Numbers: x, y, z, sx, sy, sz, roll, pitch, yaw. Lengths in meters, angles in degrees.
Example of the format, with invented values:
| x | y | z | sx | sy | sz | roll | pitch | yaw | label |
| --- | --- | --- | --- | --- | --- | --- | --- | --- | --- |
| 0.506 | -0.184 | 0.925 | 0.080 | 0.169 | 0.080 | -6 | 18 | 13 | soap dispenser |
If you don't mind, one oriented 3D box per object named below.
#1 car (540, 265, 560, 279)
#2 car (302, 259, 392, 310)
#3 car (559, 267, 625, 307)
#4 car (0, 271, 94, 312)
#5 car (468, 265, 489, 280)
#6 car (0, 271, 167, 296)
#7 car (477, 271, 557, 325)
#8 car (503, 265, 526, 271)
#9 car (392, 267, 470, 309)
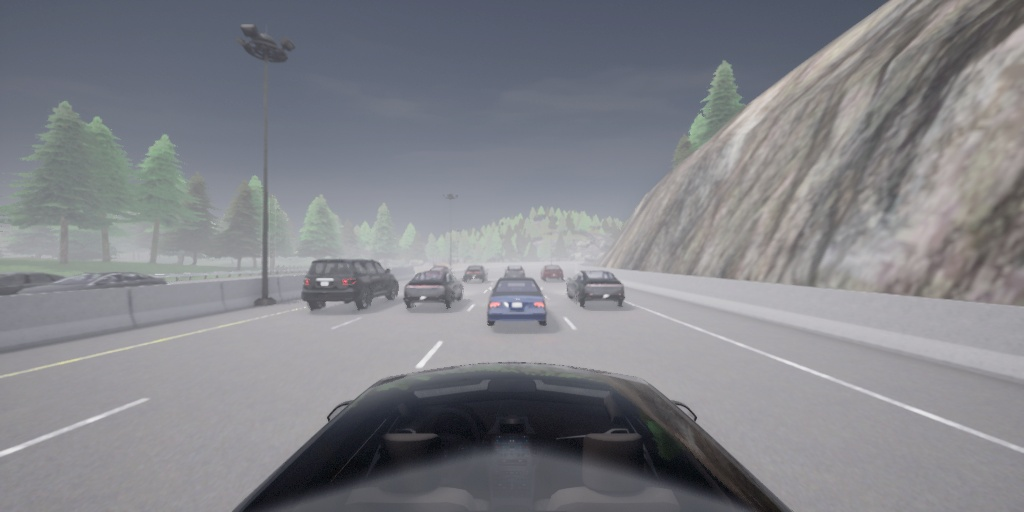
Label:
| x | y | z | sx | sy | sz | roll | pitch | yaw | label |
| --- | --- | --- | --- | --- | --- | --- | --- | --- | --- |
| 3.783 | 1.560 | 34.333 | 1.882 | 1.535 | 5.008 | 0 | -1 | 1 | car |
| -6.839 | 1.138 | 15.797 | 2.150 | 2.045 | 5.566 | 0 | -1 | 0 | car |
| 3.665 | 1.386 | 16.355 | 2.128 | 1.511 | 4.902 | 0 | -1 | 0 | car |
| -21.039 | 1.448 | 14.811 | 1.837 | 1.490 | 4.892 | 0 | -1 | 0 | car |
| -3.242 | 1.591 | 32.856 | 1.837 | 1.490 | 4.892 | 0 | -1 | 1 | car |
| -17.538 | 1.430 | 15.226 | 2.128 | 1.511 | 4.902 | 0 | -1 | 0 | car |
| 0.148 | 1.408 | 12.294 | 2.033 | 1.411 | 5.357 | 0 | -1 | 0 | car |
| 0.257 | 1.567 | 32.745 | 2.128 | 1.511 | 4.902 | 0 | -1 | 1 | car |
| -3.337 | 1.399 | 15.893 | 2.128 | 1.511 | 4.902 | 0 | -1 | 0 | car |
